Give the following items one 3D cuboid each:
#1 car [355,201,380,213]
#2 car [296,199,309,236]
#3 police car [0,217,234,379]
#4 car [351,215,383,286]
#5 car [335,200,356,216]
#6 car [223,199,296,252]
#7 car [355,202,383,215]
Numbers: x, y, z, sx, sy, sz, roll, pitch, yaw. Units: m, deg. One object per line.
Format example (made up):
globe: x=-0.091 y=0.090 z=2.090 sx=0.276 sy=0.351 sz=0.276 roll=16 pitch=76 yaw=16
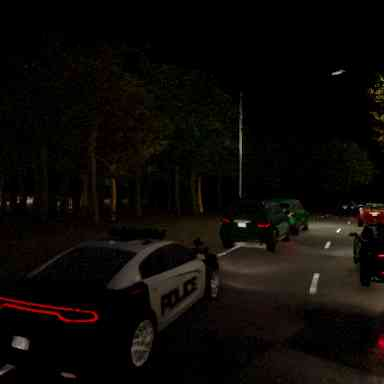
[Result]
car: x=25.365 y=2.143 z=47.873 sx=2.128 sy=1.511 sz=4.902 roll=0 pitch=-1 yaw=41
car: x=5.738 y=1.444 z=20.420 sx=2.150 sy=2.045 sz=5.566 roll=0 pitch=-1 yaw=28
police car: x=-0.910 y=1.470 z=6.040 sx=1.930 sy=1.638 sz=5.238 roll=0 pitch=-1 yaw=22
car: x=5.648 y=1.627 z=9.347 sx=1.837 sy=1.490 sz=4.892 roll=0 pitch=-1 yaw=24
car: x=18.173 y=1.818 z=38.412 sx=2.097 sy=1.767 sz=4.553 roll=0 pitch=-1 yaw=37
car: x=3.062 y=1.377 z=15.081 sx=2.150 sy=2.045 sz=5.566 roll=0 pitch=-1 yaw=26
car: x=14.016 y=1.674 z=25.435 sx=2.097 sy=1.767 sz=4.553 roll=0 pitch=-1 yaw=30
